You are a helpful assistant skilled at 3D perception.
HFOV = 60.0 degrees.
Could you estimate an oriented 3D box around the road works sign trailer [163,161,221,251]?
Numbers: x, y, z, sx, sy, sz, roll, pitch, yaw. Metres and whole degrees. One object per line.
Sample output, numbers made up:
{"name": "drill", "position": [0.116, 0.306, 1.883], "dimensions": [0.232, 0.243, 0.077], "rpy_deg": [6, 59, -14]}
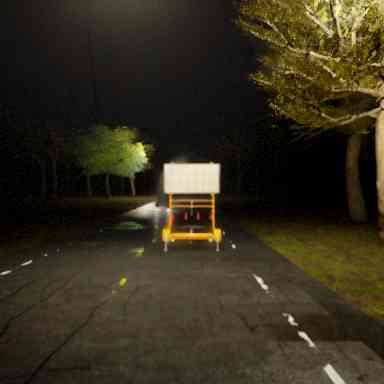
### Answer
{"name": "road works sign trailer", "position": [-0.005, 0.488, 14.187], "dimensions": [2.380, 3.560, 2.880], "rpy_deg": [0, 0, 0]}

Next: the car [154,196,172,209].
{"name": "car", "position": [-3.609, 1.305, 42.796], "dimensions": [1.812, 1.442, 4.674], "rpy_deg": [0, 1, 0]}
